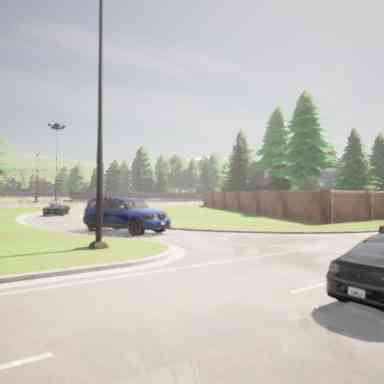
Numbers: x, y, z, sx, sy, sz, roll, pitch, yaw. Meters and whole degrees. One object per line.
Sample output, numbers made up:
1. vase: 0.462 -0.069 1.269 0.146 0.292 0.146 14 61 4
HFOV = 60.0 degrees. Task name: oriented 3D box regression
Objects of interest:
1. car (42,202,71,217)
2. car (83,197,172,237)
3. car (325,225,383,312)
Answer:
1. car: -13.181 1.680 32.480 1.895 1.301 4.718 1 0 -11
2. car: -3.815 1.301 19.033 5.566 2.045 2.150 0 0 33
3. car: 4.729 1.604 7.128 4.674 1.442 1.812 1 0 -36
